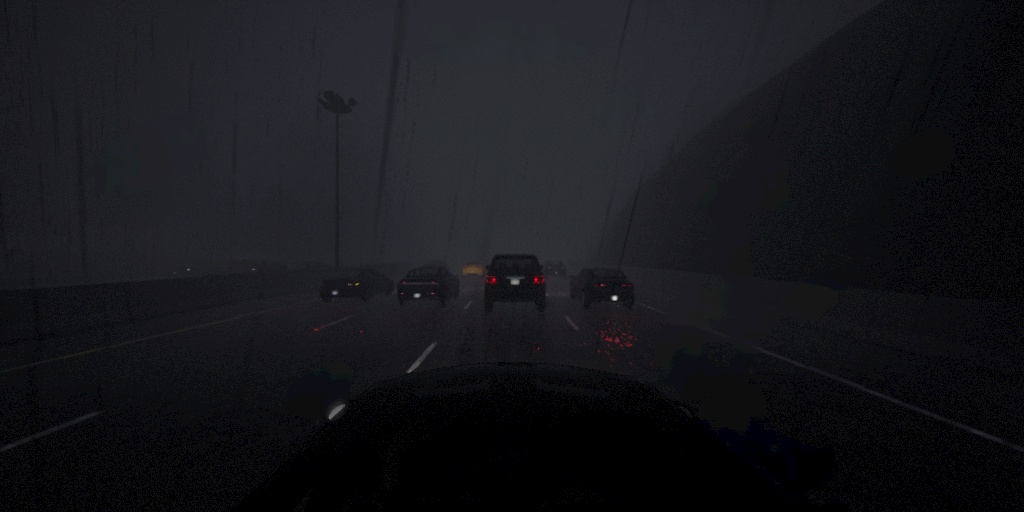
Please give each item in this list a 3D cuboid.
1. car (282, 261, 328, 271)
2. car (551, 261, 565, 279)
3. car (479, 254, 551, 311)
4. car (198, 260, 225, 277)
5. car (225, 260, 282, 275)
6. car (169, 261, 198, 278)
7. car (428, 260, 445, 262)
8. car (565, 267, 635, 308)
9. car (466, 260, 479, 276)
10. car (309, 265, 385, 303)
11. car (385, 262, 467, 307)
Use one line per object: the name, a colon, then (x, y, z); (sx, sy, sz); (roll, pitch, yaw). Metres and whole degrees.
car: (-17.583, 1.182, 31.527); (1.812, 1.442, 4.674); (0, 0, 0)
car: (3.603, 1.149, 31.473); (2.128, 1.511, 4.902); (0, 0, 0)
car: (0.101, 0.932, 14.324); (2.150, 2.045, 5.566); (0, 0, 0)
car: (-24.580, 1.160, 31.810); (1.837, 1.490, 4.892); (0, 0, 0)
car: (-21.084, 1.151, 30.374); (2.128, 1.511, 4.902); (0, 0, 0)
car: (-28.077, 1.145, 32.331); (2.128, 1.511, 4.902); (0, 0, 0)
car: (-6.898, 1.129, 33.059); (1.882, 1.535, 5.008); (0, 0, 0)
car: (3.601, 1.214, 14.985); (1.837, 1.490, 4.892); (0, 0, 0)
car: (-3.396, 1.130, 33.062); (1.882, 1.535, 5.008); (0, 0, 0)
car: (-6.914, 1.230, 16.295); (1.812, 1.442, 4.674); (0, 0, 0)
car: (-3.399, 1.199, 15.273); (2.128, 1.511, 4.902); (0, 0, 0)
